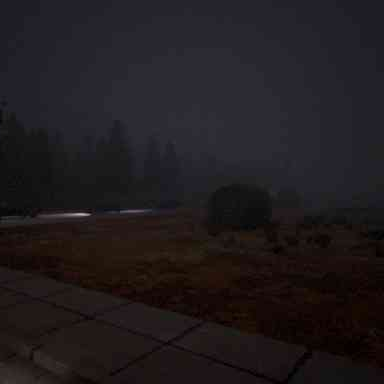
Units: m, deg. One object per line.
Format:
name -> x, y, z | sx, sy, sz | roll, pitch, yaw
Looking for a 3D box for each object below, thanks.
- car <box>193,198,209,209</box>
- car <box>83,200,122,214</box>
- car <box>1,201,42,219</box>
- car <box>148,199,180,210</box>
car -> 2.011, 1.565, 46.181 | 1.812, 1.442, 4.674 | 0, 0, 38
car -> -9.773, 1.605, 36.526 | 1.994, 1.385, 4.181 | 0, 0, 37
car -> -15.510, 1.533, 28.789 | 2.128, 1.511, 4.902 | 0, 0, 37
car -> -3.698, 1.642, 44.700 | 1.895, 1.301, 4.718 | 0, 0, 37
